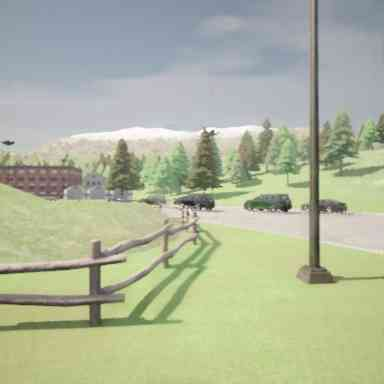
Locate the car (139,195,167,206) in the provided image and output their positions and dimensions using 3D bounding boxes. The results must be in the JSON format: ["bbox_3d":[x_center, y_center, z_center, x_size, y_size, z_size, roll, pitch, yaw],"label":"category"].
[{"bbox_3d":[-6.314,1.334,53.177,4.553,1.767,2.097,0,0,29],"label":"car"}]

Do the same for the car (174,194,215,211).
[{"bbox_3d":[0.237,1.203,39.926,5.566,2.045,2.150,0,0,44],"label":"car"}]

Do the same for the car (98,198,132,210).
[{"bbox_3d":[-9.982,1.494,43.055,4.892,1.490,1.837,0,0,31],"label":"car"}]

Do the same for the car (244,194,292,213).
[{"bbox_3d":[8.284,1.197,36.539,2.150,2.045,5.566,0,0,-37],"label":"car"}]

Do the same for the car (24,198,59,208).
[{"bbox_3d":[-19.846,1.503,43.559,4.892,1.490,1.837,0,-1,18],"label":"car"}]

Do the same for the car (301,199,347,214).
[{"bbox_3d":[13.692,1.477,34.730,1.837,1.490,4.892,0,0,-31],"label":"car"}]
